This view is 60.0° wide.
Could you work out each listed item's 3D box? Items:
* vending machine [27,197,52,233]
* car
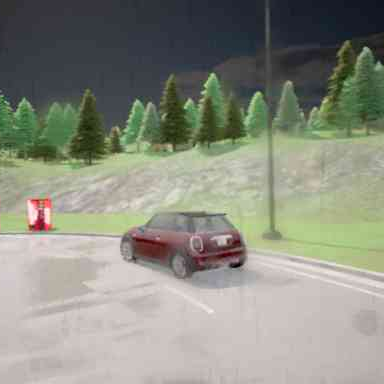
[{"bbox_3d":[-9.355,1.407,20.462,0.880,2.100,1.100,-1,0,12],"label":"vending machine"},{"bbox_3d":[-0.475,1.357,10.366,2.097,1.767,4.553,-2,0,-36],"label":"car"}]
